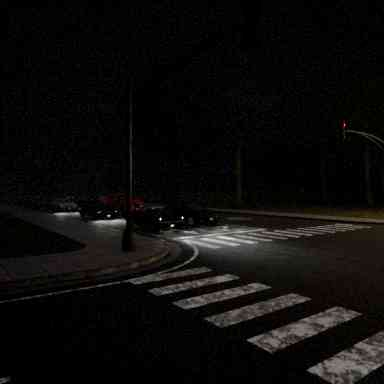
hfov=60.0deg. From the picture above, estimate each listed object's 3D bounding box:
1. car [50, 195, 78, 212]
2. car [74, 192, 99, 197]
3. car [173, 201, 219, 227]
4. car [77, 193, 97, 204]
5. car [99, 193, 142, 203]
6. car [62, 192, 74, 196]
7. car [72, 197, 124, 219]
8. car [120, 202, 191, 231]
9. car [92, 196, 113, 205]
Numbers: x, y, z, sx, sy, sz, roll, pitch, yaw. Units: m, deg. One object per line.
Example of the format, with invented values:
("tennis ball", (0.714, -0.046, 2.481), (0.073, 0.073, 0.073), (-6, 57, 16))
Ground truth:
("car", (-14.076, 1.400, 36.377), (1.812, 1.442, 4.674), (0, 0, -36))
("car", (-15.626, 1.186, 49.813), (2.097, 1.767, 4.553), (0, 0, -35))
("car", (-0.219, 1.410, 22.818), (1.882, 1.535, 5.008), (0, 0, -35))
("car", (-18.779, 1.163, 59.593), (2.097, 1.767, 4.553), (0, 0, -36))
("car", (-6.460, 1.116, 31.410), (2.150, 2.045, 5.566), (0, 0, -36))
("car", (-21.443, 1.038, 57.730), (2.150, 2.045, 5.566), (0, 0, -36))
("car", (-8.035, 1.454, 28.051), (2.033, 1.411, 5.357), (0, 0, -36))
("car", (-2.369, 1.542, 20.242), (1.895, 1.301, 4.718), (0, 0, -36))
("car", (-14.570, 1.349, 53.840), (1.812, 1.442, 4.674), (0, 0, -36))
